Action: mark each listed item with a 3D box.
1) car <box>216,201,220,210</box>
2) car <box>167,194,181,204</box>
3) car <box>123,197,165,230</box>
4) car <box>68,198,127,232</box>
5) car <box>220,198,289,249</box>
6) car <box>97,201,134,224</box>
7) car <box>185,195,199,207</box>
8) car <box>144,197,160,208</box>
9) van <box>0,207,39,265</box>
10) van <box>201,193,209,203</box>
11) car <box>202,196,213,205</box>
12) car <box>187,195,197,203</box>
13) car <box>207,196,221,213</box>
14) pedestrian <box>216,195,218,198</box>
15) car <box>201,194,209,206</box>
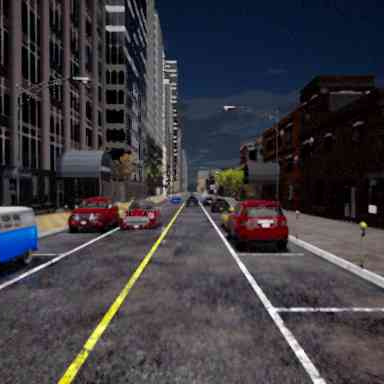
[{"bbox_3d":[2.685,1.494,20.152,1.752,1.417,4.829,-1,0,0],"label":"car"},{"bbox_3d":[-3.011,1.382,61.788,1.882,1.535,5.008,0,0,1],"label":"car"},{"bbox_3d":[-3.091,1.320,20.706,2.097,1.767,4.553,0,0,0],"label":"car"},{"bbox_3d":[-5.699,1.284,19.995,2.192,1.841,5.009,-1,0,0],"label":"car"},{"bbox_3d":[2.679,1.293,14.448,2.192,1.841,5.009,-1,0,0],"label":"car"},{"bbox_3d":[-5.694,1.486,25.360,1.752,1.417,4.829,-1,0,0],"label":"car"},{"bbox_3d":[0.020,1.429,50.032,1.837,1.490,4.892,0,0,0],"label":"car"},{"bbox_3d":[-5.687,1.452,47.500,1.752,1.417,4.829,-1,0,0],"label":"car"},{"bbox_3d":[-5.702,1.328,8.925,1.690,1.788,3.998,-1,0,0],"label":"van"},{"bbox_3d":[2.697,1.233,69.792,1.690,1.788,3.998,-1,0,0],"label":"van"},{"bbox_3d":[2.698,1.491,58.724,1.802,1.307,4.206,-1,0,0],"label":"car"},{"bbox_3d":[0.023,1.418,67.457,1.812,1.442,4.674,0,0,0],"label":"car"},{"bbox_3d":[3.011,1.448,36.805,1.837,1.490,4.892,0,0,0],"label":"car"},{"bbox_3d":[3.012,1.232,39.737,0.375,1.860,0.375,-1,1,-2],"label":"pedestrian"},{"bbox_3d":[2.696,1.484,53.189,1.947,1.339,4.313,-1,0,0],"label":"car"}]
